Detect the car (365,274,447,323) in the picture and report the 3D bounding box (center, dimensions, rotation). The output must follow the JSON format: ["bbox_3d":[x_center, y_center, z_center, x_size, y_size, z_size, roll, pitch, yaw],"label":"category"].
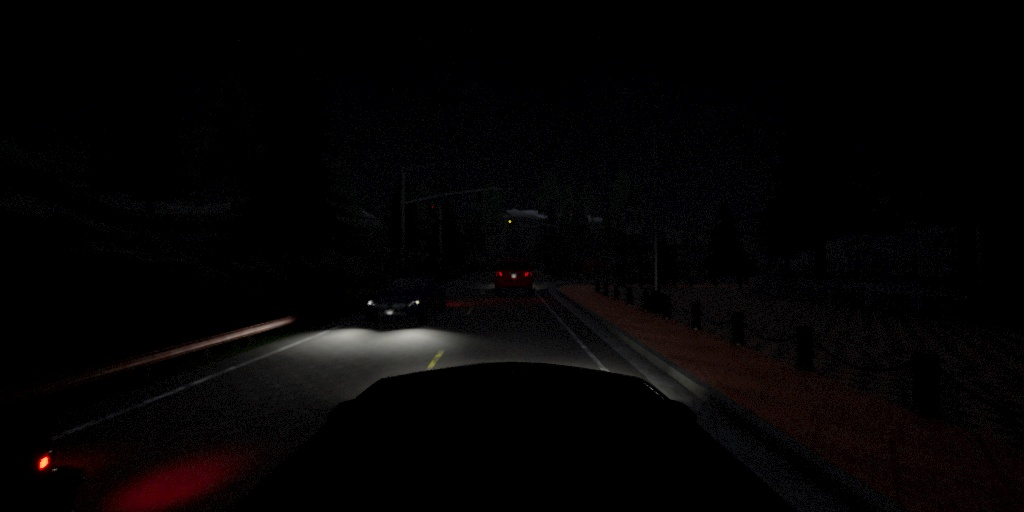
[{"bbox_3d":[-3.538,1.400,12.774,1.812,1.442,4.674,0,-1,1],"label":"car"}]

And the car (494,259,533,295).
[{"bbox_3d":[0.097,1.199,21.907,2.150,2.045,5.566,0,-1,0],"label":"car"}]
